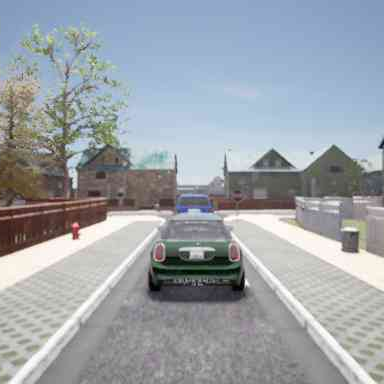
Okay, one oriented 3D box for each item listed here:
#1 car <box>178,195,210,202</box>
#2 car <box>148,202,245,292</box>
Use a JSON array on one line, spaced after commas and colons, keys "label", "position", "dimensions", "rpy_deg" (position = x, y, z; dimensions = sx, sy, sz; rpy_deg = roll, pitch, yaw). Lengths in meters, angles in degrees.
[{"label": "car", "position": [0.073, 1.157, 19.239], "dimensions": [2.150, 2.045, 5.566], "rpy_deg": [0, 0, -1]}, {"label": "car", "position": [0.096, 1.322, 9.034], "dimensions": [2.097, 1.767, 4.553], "rpy_deg": [0, 0, 0]}]
